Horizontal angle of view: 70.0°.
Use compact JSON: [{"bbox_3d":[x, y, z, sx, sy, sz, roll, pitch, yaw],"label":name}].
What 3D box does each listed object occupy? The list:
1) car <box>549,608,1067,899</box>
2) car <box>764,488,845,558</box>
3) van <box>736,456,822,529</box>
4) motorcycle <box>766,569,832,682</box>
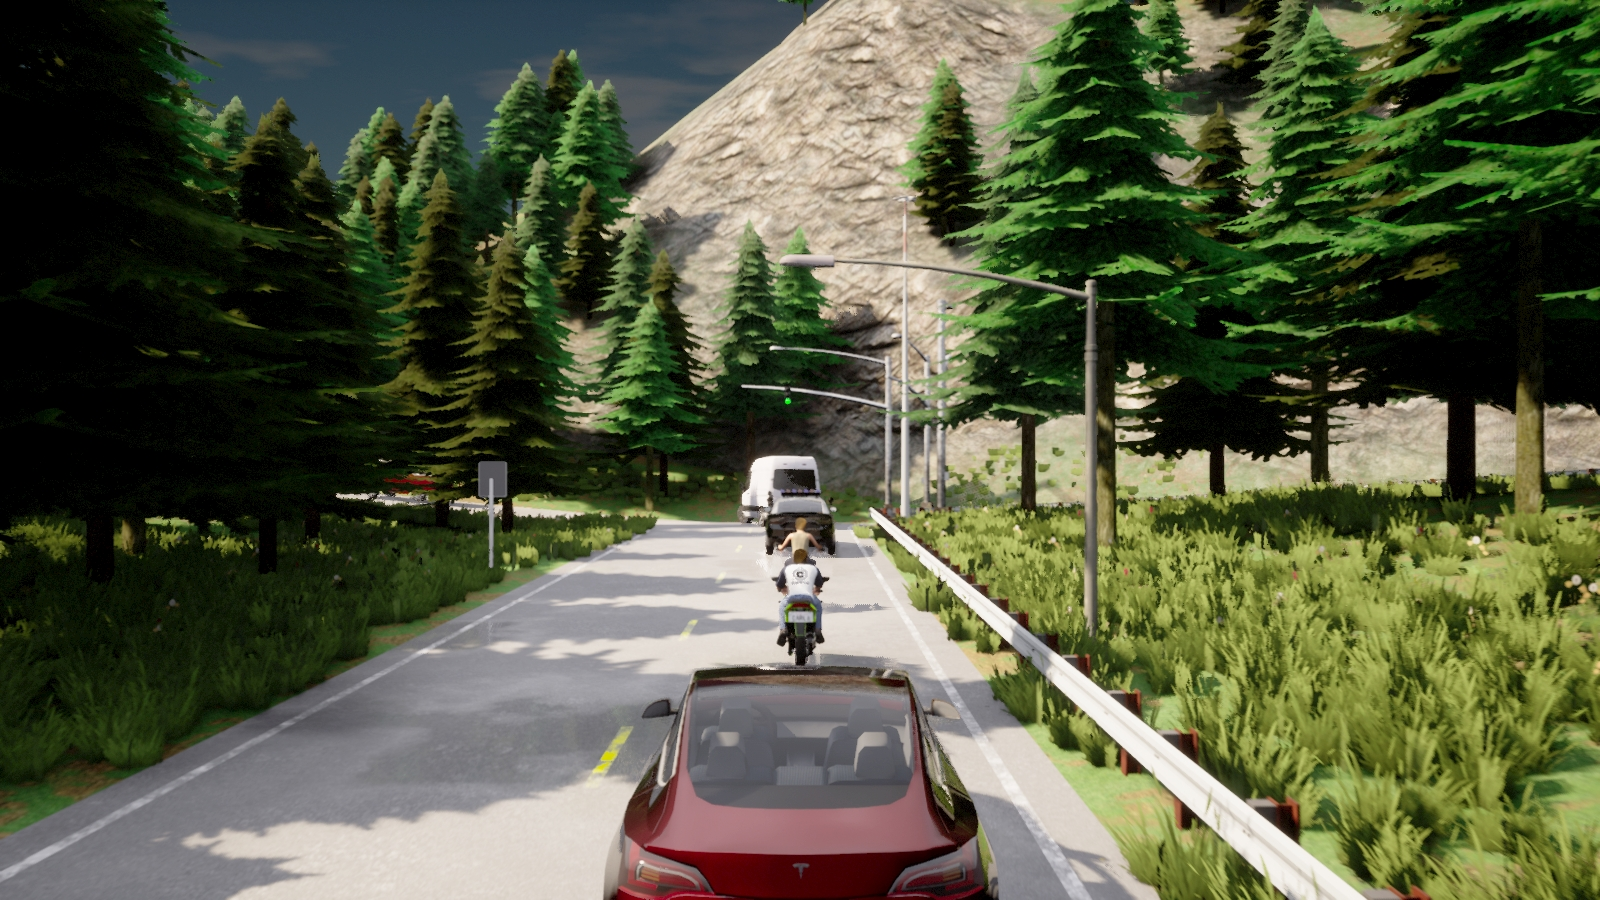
[{"bbox_3d":[0.035,2.063,7.167,2.163,1.488,4.792,0,0,0],"label":"car"},{"bbox_3d":[0.122,1.982,32.316,2.097,1.638,5.238,0,0,0],"label":"car"},{"bbox_3d":[-0.899,1.586,43.138,1.988,2.561,5.915,1,-2,-14],"label":"van"},{"bbox_3d":[-0.012,2.213,14.742,0.803,1.145,2.033,0,0,0],"label":"motorcycle"}]
